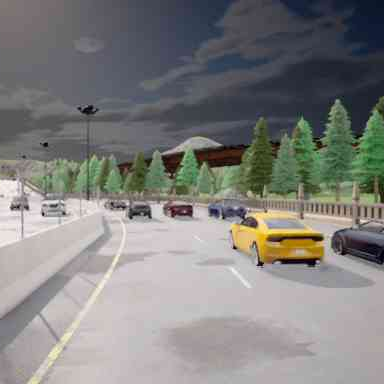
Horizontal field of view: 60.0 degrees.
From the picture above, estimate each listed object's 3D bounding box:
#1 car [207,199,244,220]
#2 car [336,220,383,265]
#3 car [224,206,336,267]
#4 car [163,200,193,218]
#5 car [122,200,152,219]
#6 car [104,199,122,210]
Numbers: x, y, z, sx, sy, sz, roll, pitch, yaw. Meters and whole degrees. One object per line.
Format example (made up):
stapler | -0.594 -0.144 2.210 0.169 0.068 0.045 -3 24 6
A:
car | 2.825 1.347 28.042 2.097 1.767 4.553 0 0 -15
car | 6.257 1.562 10.622 1.994 1.385 4.181 0 0 -6
car | 2.647 1.475 11.495 1.882 1.535 5.008 0 0 -7
car | -1.349 1.472 29.952 1.882 1.535 5.008 0 0 -17
car | -4.718 1.500 29.011 1.837 1.490 4.892 0 0 -17
car | -9.748 1.540 42.113 2.033 1.411 5.357 0 0 -27
